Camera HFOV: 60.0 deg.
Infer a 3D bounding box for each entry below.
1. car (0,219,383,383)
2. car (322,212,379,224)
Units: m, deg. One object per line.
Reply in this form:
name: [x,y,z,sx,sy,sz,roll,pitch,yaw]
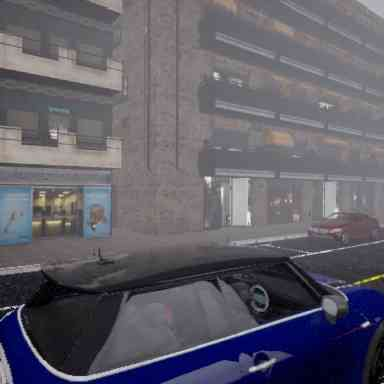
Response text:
car: [0.390,1.352,3.597,4.553,1.767,2.097,0,0,-35]
car: [7.172,1.583,15.538,4.206,1.307,1.802,0,0,-35]
